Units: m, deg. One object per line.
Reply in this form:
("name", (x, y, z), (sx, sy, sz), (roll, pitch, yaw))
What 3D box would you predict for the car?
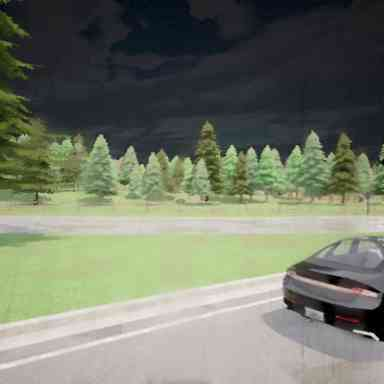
("car", (3.778, 1.573, 6.128), (4.902, 1.511, 2.128), (1, -1, -34))
